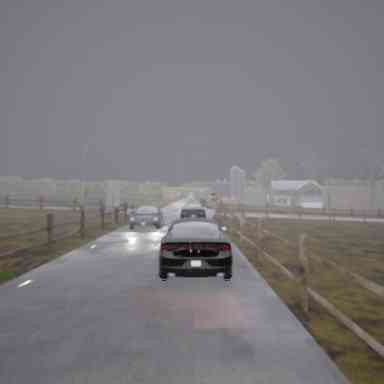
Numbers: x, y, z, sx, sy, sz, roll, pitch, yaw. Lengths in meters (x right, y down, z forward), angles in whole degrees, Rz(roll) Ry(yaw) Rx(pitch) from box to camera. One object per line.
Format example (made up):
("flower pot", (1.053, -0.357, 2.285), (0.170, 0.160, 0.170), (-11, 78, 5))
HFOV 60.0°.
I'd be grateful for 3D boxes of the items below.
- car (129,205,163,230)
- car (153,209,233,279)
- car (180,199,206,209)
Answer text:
("car", (-2.831, 1.603, 21.703), (1.812, 1.442, 4.674), (0, 0, 0))
("car", (0.089, 1.507, 10.125), (1.882, 1.535, 5.008), (0, 0, 0))
("car", (0.082, 1.575, 26.114), (1.882, 1.535, 5.008), (0, 0, 0))
